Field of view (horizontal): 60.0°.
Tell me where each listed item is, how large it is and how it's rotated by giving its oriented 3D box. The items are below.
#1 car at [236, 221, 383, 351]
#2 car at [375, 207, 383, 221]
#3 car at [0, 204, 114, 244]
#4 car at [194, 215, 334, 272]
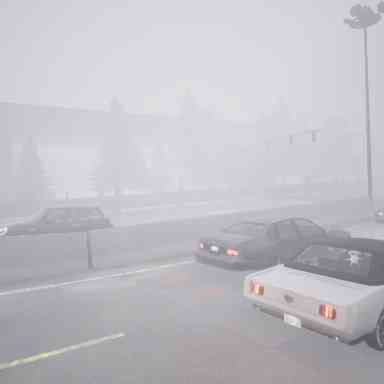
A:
[{"bbox_3d":[3.251,1.506,6.092,4.718,1.301,1.895,-2,1,-36],"label":"car"},{"bbox_3d":[10.764,0.867,15.808,5.357,1.411,2.033,-4,2,-36],"label":"car"},{"bbox_3d":[-5.403,1.335,13.051,4.553,1.767,2.097,-1,1,-36],"label":"car"},{"bbox_3d":[2.616,1.400,9.944,5.357,1.411,2.033,-3,1,-36],"label":"car"}]
